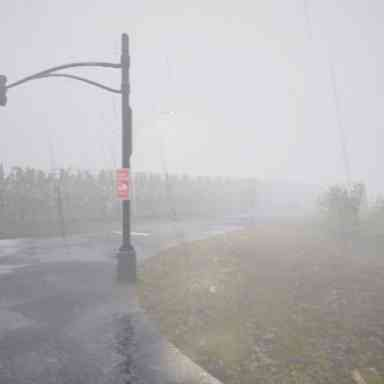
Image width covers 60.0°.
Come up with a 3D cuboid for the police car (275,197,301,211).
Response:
[{"bbox_3d":[11.458,1.364,39.635,1.930,1.638,5.238,-1,0,35],"label":"police car"}]
